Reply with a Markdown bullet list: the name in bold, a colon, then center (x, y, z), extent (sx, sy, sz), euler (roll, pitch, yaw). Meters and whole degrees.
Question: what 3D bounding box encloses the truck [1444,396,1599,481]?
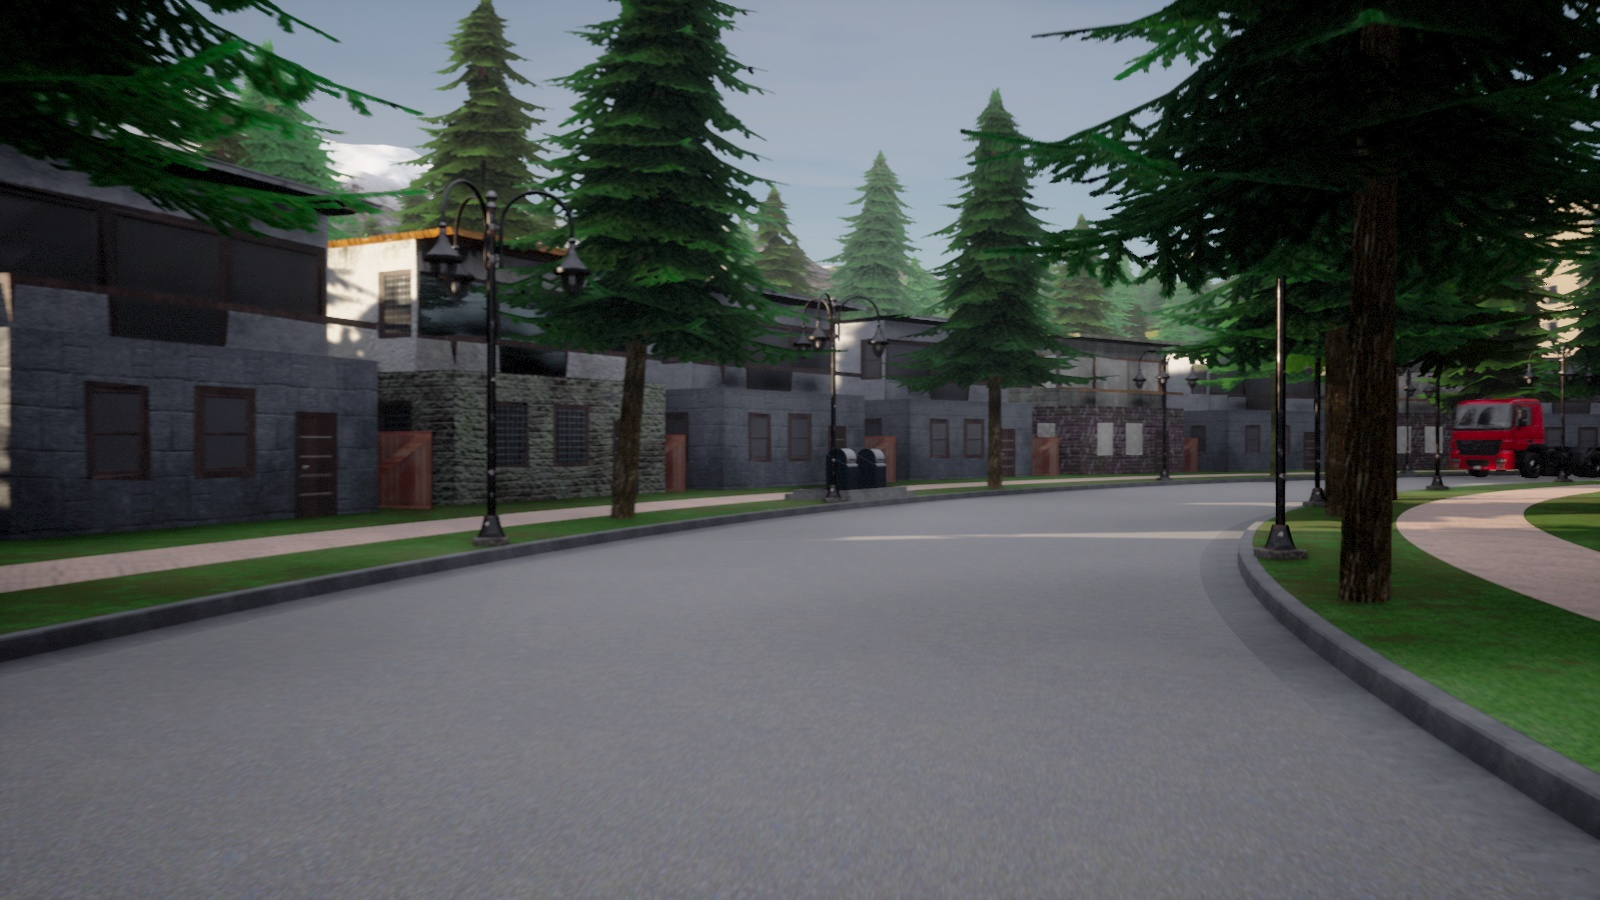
- **truck**: center (31.834, -0.486, 54.194), extent (7.936, 3.462, 2.891), euler (0, 0, -24)
